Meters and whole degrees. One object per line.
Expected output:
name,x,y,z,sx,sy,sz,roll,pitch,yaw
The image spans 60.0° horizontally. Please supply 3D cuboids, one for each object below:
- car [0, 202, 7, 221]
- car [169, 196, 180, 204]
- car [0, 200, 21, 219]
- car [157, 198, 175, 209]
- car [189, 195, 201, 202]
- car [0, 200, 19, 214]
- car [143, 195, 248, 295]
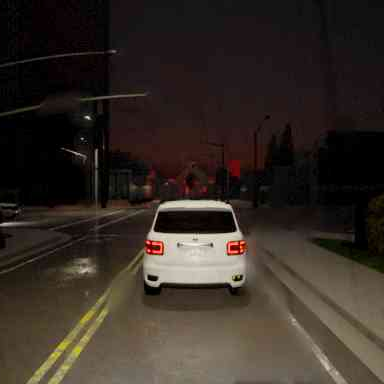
car,-16.222,1.667,24.074,4.181,1.385,1.994,-1,0,0
car,-3.443,1.564,66.754,1.994,1.385,4.181,0,0,0
car,-17.302,1.338,27.570,5.566,2.045,2.150,-1,0,0
car,-3.574,1.547,46.927,2.033,1.411,5.357,0,0,1
car,0.828,1.464,78.702,1.882,1.535,5.008,0,0,12
car,-22.624,1.705,38.171,4.674,1.442,1.812,-1,0,0
car,0.078,1.221,8.832,2.150,2.045,5.566,0,0,0
